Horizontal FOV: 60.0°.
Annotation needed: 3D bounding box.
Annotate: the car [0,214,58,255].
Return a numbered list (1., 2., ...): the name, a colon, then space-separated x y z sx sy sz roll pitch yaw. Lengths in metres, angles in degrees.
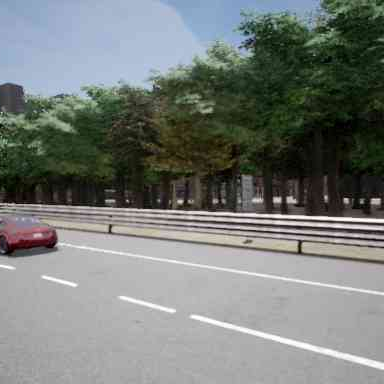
1. car: -7.294 1.569 13.385 4.181 1.385 1.994 0 0 35
